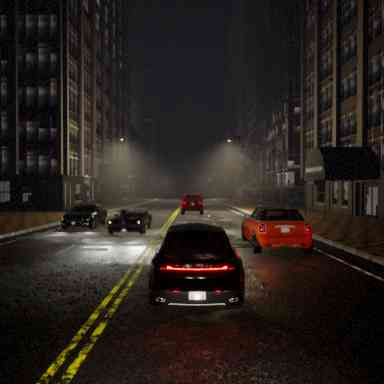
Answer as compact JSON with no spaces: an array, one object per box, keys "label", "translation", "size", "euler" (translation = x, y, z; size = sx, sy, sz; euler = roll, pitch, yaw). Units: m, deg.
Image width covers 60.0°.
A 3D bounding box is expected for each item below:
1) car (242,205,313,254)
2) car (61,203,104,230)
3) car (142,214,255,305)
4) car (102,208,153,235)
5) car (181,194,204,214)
[{"label":"car","translation":[3.304,1.346,13.709],"size":[2.097,1.767,4.553],"euler":[0,0,2]},{"label":"car","translation":[-6.633,1.493,20.992],"size":[1.837,1.490,4.892],"euler":[0,0,0]},{"label":"car","translation":[0.084,1.502,8.029],"size":[1.837,1.490,4.892],"euler":[0,0,0]},{"label":"car","translation":[-3.382,1.591,18.779],"size":[1.895,1.301,4.718],"euler":[0,0,0]},{"label":"car","translation":[0.035,1.198,33.684],"size":[2.150,2.045,5.566],"euler":[0,0,0]}]
